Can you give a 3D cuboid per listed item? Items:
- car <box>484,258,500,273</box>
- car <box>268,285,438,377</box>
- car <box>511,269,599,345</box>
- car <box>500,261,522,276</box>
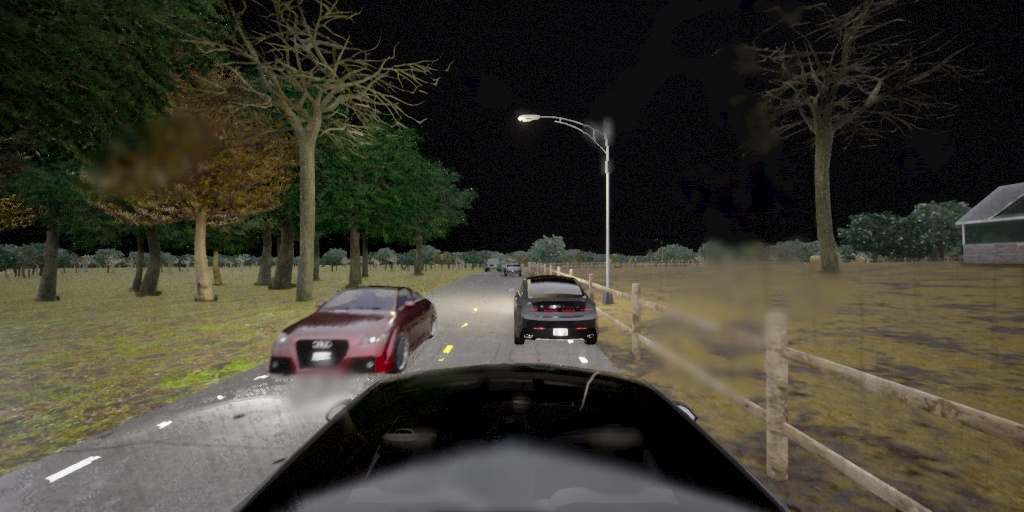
[{"bbox_3d":[-2.693,1.321,51.611,2.150,2.045,5.566,0,-1,2],"label":"car"},{"bbox_3d":[-2.848,1.318,7.362,1.994,1.385,4.181,0,0,0],"label":"car"},{"bbox_3d":[0.964,1.263,9.539,1.837,1.490,4.892,0,0,0],"label":"car"},{"bbox_3d":[0.088,1.378,38.822,2.128,1.511,4.902,0,-1,0],"label":"car"}]
